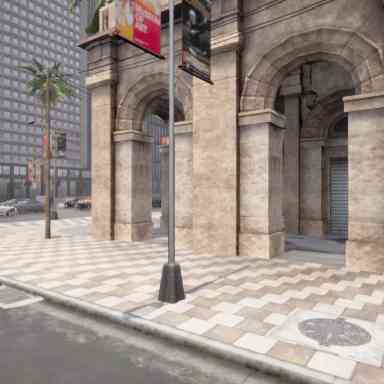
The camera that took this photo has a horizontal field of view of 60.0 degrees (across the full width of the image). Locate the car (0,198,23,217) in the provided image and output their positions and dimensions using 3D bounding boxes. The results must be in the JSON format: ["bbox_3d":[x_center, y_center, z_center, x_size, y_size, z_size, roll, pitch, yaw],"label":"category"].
[{"bbox_3d":[-17.628,1.525,28.745,1.812,1.442,4.674,0,0,36],"label":"car"}]

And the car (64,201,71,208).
[{"bbox_3d":[-16.192,1.513,48.434,2.161,1.482,4.786,0,0,35],"label":"car"}]

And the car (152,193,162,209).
[{"bbox_3d":[-4.688,1.221,46.822,2.150,2.045,5.566,0,0,36],"label":"car"}]

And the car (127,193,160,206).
[{"bbox_3d":[-7.845,1.221,54.755,2.150,2.045,5.566,0,0,36],"label":"car"}]

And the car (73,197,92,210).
[{"bbox_3d":[-12.285,1.601,42.571,1.895,1.301,4.718,0,0,35],"label":"car"}]

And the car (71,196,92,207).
[{"bbox_3d":[-13.915,1.352,46.300,2.097,1.767,4.553,0,0,35],"label":"car"}]

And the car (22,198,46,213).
[{"bbox_3d":[-17.418,1.564,35.396,1.994,1.385,4.181,0,0,36],"label":"car"}]

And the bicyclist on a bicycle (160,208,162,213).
[{"bbox_3d":[-2.370,1.300,31.537,1.656,1.620,0.582,0,0,36],"label":"bicyclist on a bicycle"}]

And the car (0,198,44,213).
[{"bbox_3d":[-19.848,1.491,38.016,2.128,1.511,4.902,0,0,36],"label":"car"}]
